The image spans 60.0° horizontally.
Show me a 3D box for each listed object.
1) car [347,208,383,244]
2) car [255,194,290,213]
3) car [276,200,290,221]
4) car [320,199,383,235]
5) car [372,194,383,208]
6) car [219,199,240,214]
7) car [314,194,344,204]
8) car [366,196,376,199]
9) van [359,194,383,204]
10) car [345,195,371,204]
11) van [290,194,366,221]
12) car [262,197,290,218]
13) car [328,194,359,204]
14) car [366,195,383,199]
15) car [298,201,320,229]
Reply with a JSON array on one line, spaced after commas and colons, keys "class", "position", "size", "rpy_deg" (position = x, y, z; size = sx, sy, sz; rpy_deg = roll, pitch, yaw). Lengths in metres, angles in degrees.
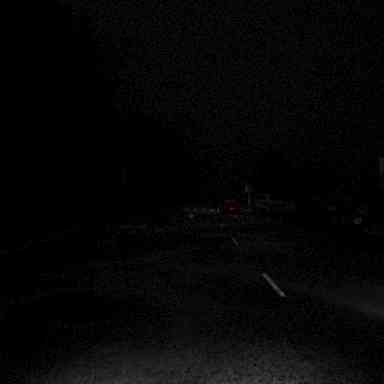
[{"class": "car", "position": [9.348, 1.571, 14.220], "size": [4.674, 1.452, 2.002], "rpy_deg": [1, 0, -20]}, {"class": "car", "position": [9.403, 1.304, 35.269], "size": [5.566, 2.045, 2.435], "rpy_deg": [1, 0, -20]}, {"class": "car", "position": [9.381, 1.585, 26.234], "size": [4.674, 1.452, 2.002], "rpy_deg": [1, 0, -20]}, {"class": "car", "position": [9.392, 1.409, 17.229], "size": [4.553, 1.767, 2.185], "rpy_deg": [1, 0, -20]}, {"class": "car", "position": [31.232, 1.433, 51.498], "size": [2.435, 2.045, 5.566], "rpy_deg": [0, 1, -21]}, {"class": "car", "position": [4.083, 1.526, 36.543], "size": [1.882, 1.535, 5.008], "rpy_deg": [0, 0, 0]}, {"class": "car", "position": [28.040, 1.442, 68.376], "size": [2.435, 2.045, 5.566], "rpy_deg": [0, -1, -21]}, {"class": "car", "position": [25.307, 1.684, 51.352], "size": [2.163, 1.488, 4.792], "rpy_deg": [0, 1, -22]}, {"class": "van", "position": [37.076, 1.513, 68.679], "size": [1.878, 1.987, 4.442], "rpy_deg": [0, -1, -21]}, {"class": "car", "position": [34.096, 1.598, 68.532], "size": [2.185, 1.767, 4.553], "rpy_deg": [1, -1, -21]}, {"class": "van", "position": [9.484, 1.317, 23.277], "size": [4.442, 1.987, 1.878], "rpy_deg": [1, 0, -20]}, {"class": "car", "position": [9.204, 1.542, 29.176], "size": [5.366, 1.575, 1.946], "rpy_deg": [1, 0, -20]}, {"class": "car", "position": [31.100, 1.457, 68.408], "size": [2.435, 2.045, 5.566], "rpy_deg": [1, -1, -22]}, {"class": "car", "position": [28.274, 1.418, 51.428], "size": [2.435, 2.045, 5.566], "rpy_deg": [0, 1, -21]}, {"class": "car", "position": [9.358, 1.537, 20.232], "size": [5.008, 1.535, 2.097], "rpy_deg": [1, 0, -20]}]
